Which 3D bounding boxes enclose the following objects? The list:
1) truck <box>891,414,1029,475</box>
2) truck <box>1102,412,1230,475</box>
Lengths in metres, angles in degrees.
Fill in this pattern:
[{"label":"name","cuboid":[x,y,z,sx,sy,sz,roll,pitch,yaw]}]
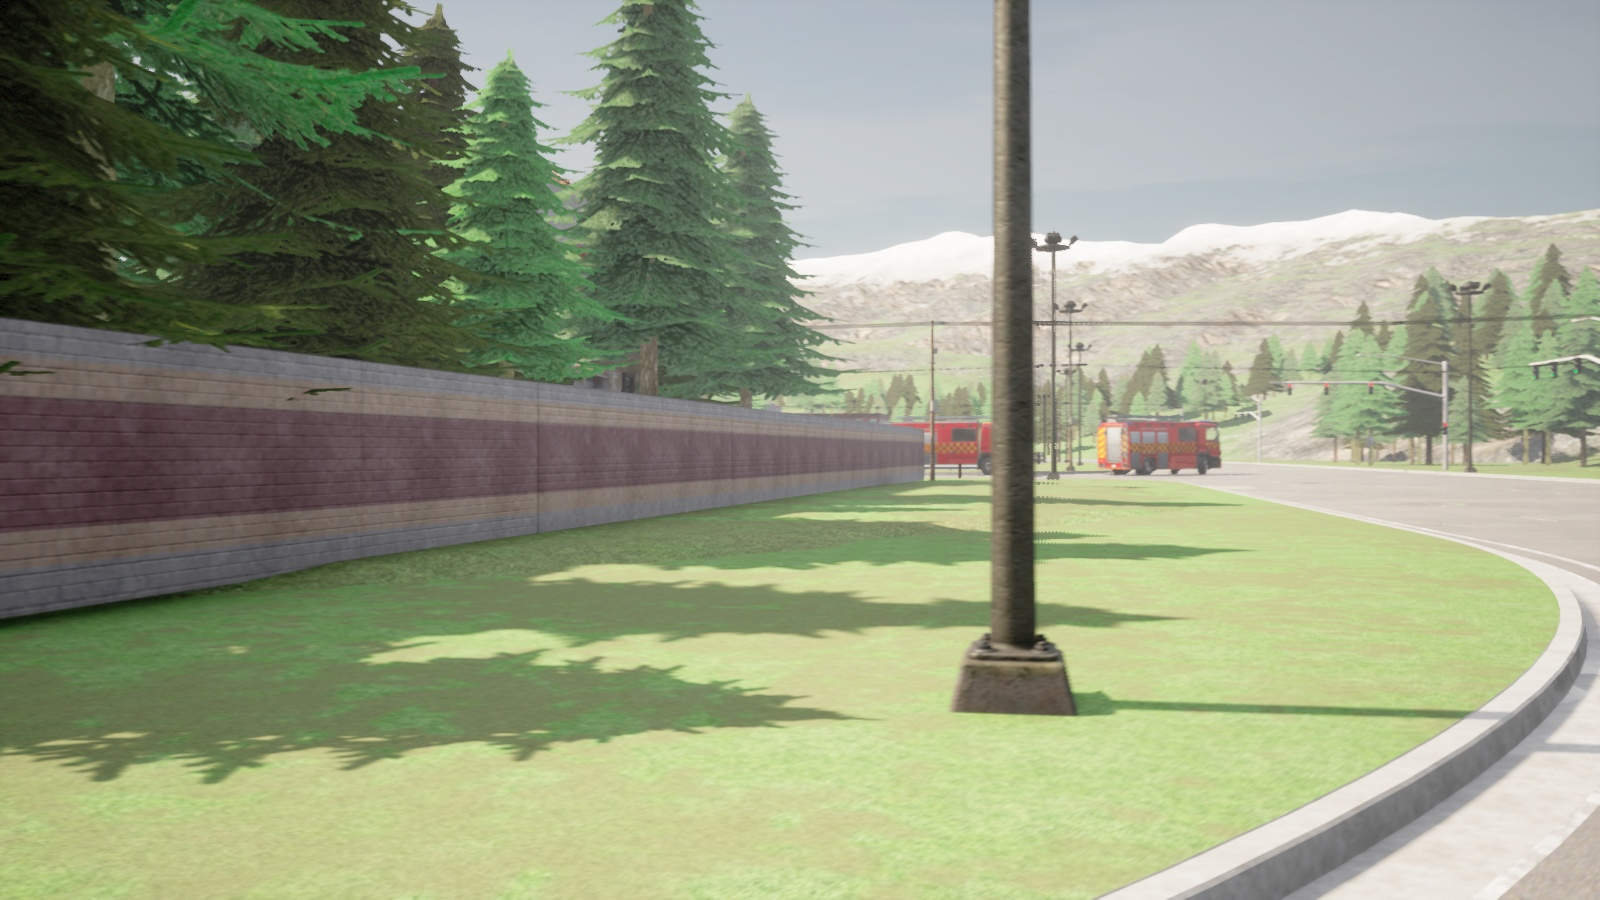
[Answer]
[{"label":"truck","cuboid":[10.344,-0.336,81.123,8.468,3.827,2.891,0,0,16]},{"label":"truck","cuboid":[23.574,-0.416,80.785,8.468,3.827,2.891,0,0,-30]}]
